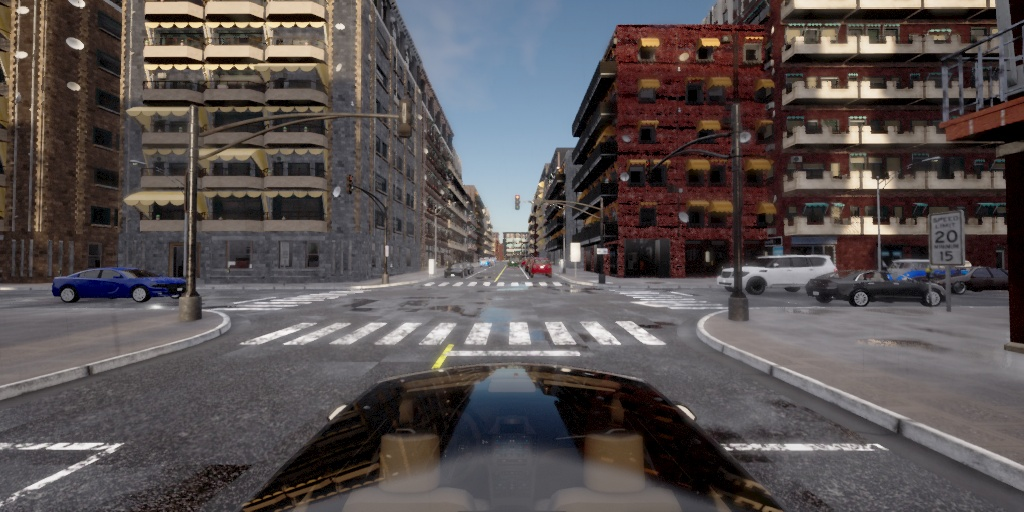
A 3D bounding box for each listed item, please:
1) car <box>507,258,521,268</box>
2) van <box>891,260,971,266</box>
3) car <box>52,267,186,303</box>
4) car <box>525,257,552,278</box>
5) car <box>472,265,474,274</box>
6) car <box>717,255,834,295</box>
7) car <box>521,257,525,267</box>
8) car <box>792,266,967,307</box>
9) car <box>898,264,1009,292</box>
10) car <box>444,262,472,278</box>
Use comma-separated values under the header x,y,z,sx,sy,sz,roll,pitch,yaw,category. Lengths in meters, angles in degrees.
x,y,z,sx,sy,sz,roll,pitch,yaw,category
0.235,1.179,64.489,2.097,1.767,4.553,0,0,0,car
24.946,1.115,21.479,3.998,1.789,1.690,0,0,0,van
-17.582,1.254,16.284,5.008,1.535,1.882,0,-1,0,car
2.638,1.077,33.970,2.192,1.841,5.009,0,0,0,car
-5.231,1.331,39.503,1.948,1.339,4.313,0,0,0,car
14.066,0.970,19.088,5.566,2.045,2.150,0,-1,0,car
2.662,1.086,45.093,2.192,1.841,5.009,0,0,0,car
13.771,1.186,13.652,4.403,1.370,2.007,0,0,0,car
24.318,1.272,19.030,5.357,1.411,2.033,0,-1,0,car
-5.243,1.328,33.942,1.948,1.339,4.313,0,0,0,car
